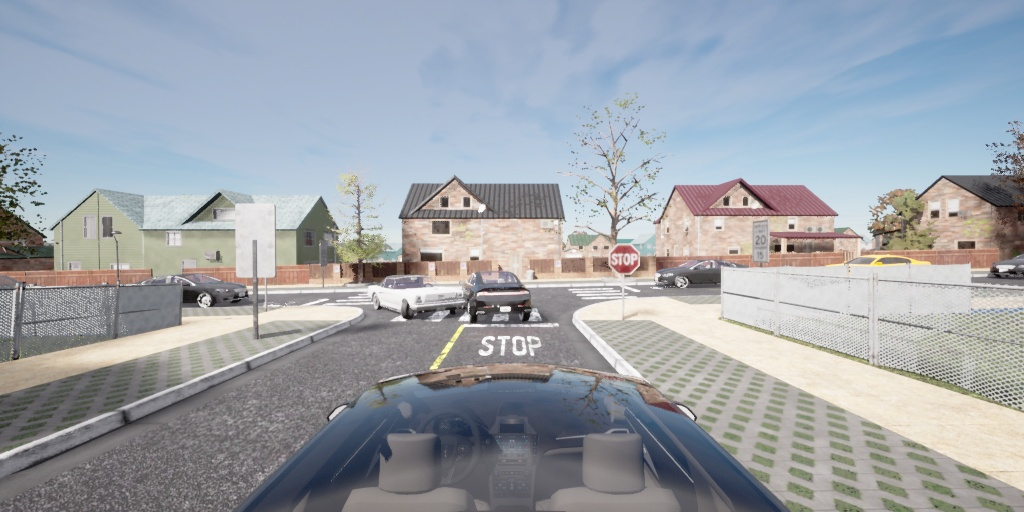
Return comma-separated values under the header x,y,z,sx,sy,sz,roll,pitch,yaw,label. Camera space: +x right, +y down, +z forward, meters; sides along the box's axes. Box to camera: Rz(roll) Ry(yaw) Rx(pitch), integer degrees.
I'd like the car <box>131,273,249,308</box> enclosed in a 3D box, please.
x,y,z,sx,sy,sz,roll,pitch,yaw,label
-14.902,1.566,16.518,4.902,1.511,2.128,-1,1,0,car

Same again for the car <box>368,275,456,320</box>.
x,y,z,sx,sy,sz,roll,pitch,yaw,label
-3.602,1.368,13.022,1.895,1.301,4.718,0,0,-38,car

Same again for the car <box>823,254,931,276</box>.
x,y,z,sx,sy,sz,roll,pitch,yaw,label
19.761,0.690,19.607,5.008,1.535,1.882,-1,1,-1,car

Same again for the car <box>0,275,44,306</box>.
x,y,z,sx,sy,sz,roll,pitch,yaw,label
-24.239,1.648,16.477,4.553,1.767,2.097,-1,1,0,car

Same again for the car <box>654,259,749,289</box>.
x,y,z,sx,sy,sz,roll,pitch,yaw,label
10.331,0.925,19.570,4.902,1.511,2.128,-1,1,0,car

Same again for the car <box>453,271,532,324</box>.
x,y,z,sx,sy,sz,roll,pitch,yaw,label
-0.685,1.242,12.162,2.128,1.511,4.902,0,0,-12,car

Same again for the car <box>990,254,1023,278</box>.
x,y,z,sx,sy,sz,roll,pitch,yaw,label
29.386,0.477,19.643,4.902,1.511,2.128,-1,1,0,car
